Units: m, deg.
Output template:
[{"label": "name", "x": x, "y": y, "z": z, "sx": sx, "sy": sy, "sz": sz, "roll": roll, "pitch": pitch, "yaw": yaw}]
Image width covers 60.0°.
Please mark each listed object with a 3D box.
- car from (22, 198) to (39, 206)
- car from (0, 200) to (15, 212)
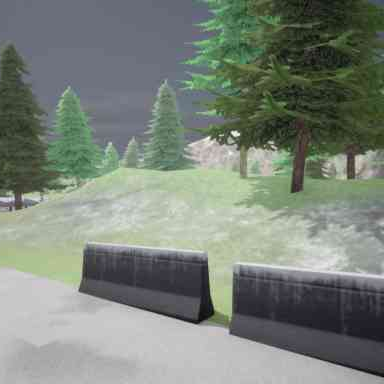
[{"label": "car", "x": -20.984, "y": 1.457, "z": 40.482, "sx": 4.181, "sy": 1.385, "sz": 1.994, "roll": 0, "pitch": 0, "yaw": -44}, {"label": "car", "x": -21.418, "y": 1.470, "z": 34.983, "sx": 1.994, "sy": 1.385, "sz": 4.181, "roll": 0, "pitch": 0, "yaw": 43}]
